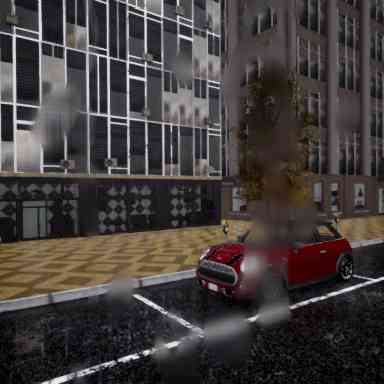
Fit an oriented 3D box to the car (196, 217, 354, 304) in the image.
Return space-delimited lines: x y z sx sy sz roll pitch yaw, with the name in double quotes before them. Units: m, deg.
"car" 2.054 1.439 8.035 4.097 1.590 1.967 0 -1 -35
